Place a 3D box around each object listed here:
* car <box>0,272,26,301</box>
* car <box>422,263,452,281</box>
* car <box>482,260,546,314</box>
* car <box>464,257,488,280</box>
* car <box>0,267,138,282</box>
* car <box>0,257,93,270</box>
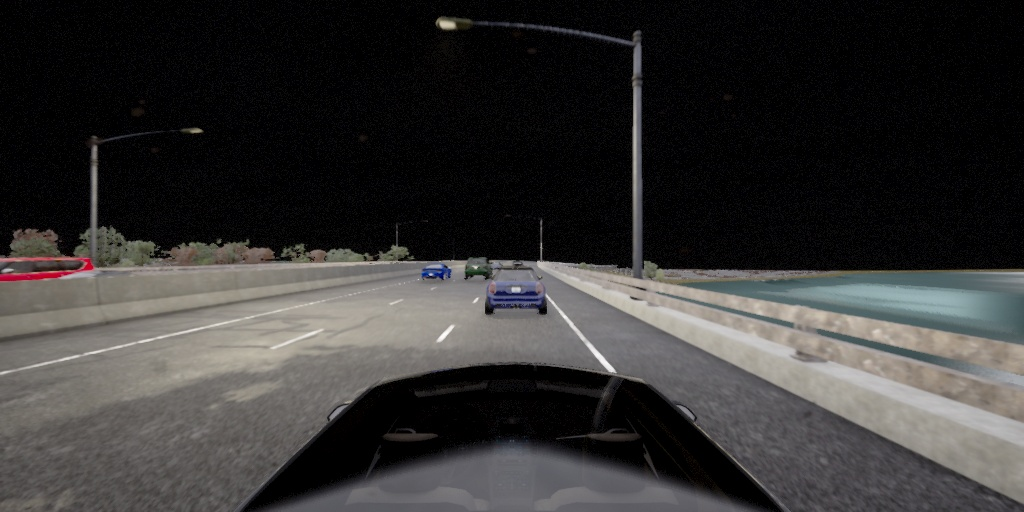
[{"bbox_3d":[-24.454,1.413,14.975,1.895,1.301,4.718,0,0,0],"label":"car"},{"bbox_3d":[-6.634,1.385,32.038,1.882,1.535,5.008,0,0,1],"label":"car"},{"bbox_3d":[0.149,1.164,14.153,2.097,1.767,4.553,0,0,0],"label":"car"},{"bbox_3d":[-3.102,1.143,33.790,2.150,2.045,5.566,0,0,1],"label":"car"},{"bbox_3d":[-17.454,1.345,14.946,1.812,1.442,4.674,0,0,0],"label":"car"},{"bbox_3d":[-20.954,1.063,14.946,2.150,2.045,5.566,0,0,0],"label":"car"}]
